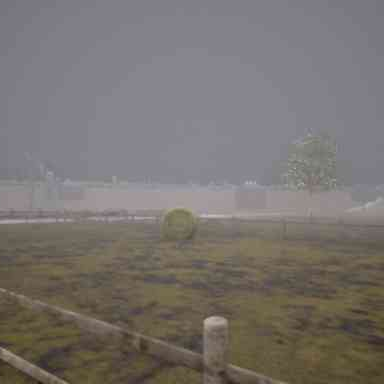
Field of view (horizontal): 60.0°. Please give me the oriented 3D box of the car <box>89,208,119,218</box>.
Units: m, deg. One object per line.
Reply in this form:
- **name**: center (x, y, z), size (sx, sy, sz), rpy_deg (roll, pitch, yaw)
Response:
- **car**: center (-13.555, 3.224, 51.406), size (1.882, 1.535, 5.008), rpy_deg (0, -2, 35)
